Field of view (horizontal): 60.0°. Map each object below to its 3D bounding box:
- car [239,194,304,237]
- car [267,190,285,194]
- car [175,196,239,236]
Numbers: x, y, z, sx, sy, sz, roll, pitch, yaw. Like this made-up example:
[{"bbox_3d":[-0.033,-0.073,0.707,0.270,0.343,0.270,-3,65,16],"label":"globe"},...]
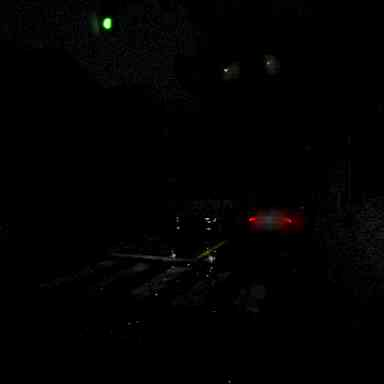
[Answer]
[{"bbox_3d":[3.786,1.012,14.587,2.033,1.411,5.357,0,1,22],"label":"car"},{"bbox_3d":[8.822,0.502,35.221,2.033,1.411,5.357,0,1,22],"label":"car"},{"bbox_3d":[0.852,0.971,15.189,1.882,1.535,5.008,0,1,21],"label":"car"}]
